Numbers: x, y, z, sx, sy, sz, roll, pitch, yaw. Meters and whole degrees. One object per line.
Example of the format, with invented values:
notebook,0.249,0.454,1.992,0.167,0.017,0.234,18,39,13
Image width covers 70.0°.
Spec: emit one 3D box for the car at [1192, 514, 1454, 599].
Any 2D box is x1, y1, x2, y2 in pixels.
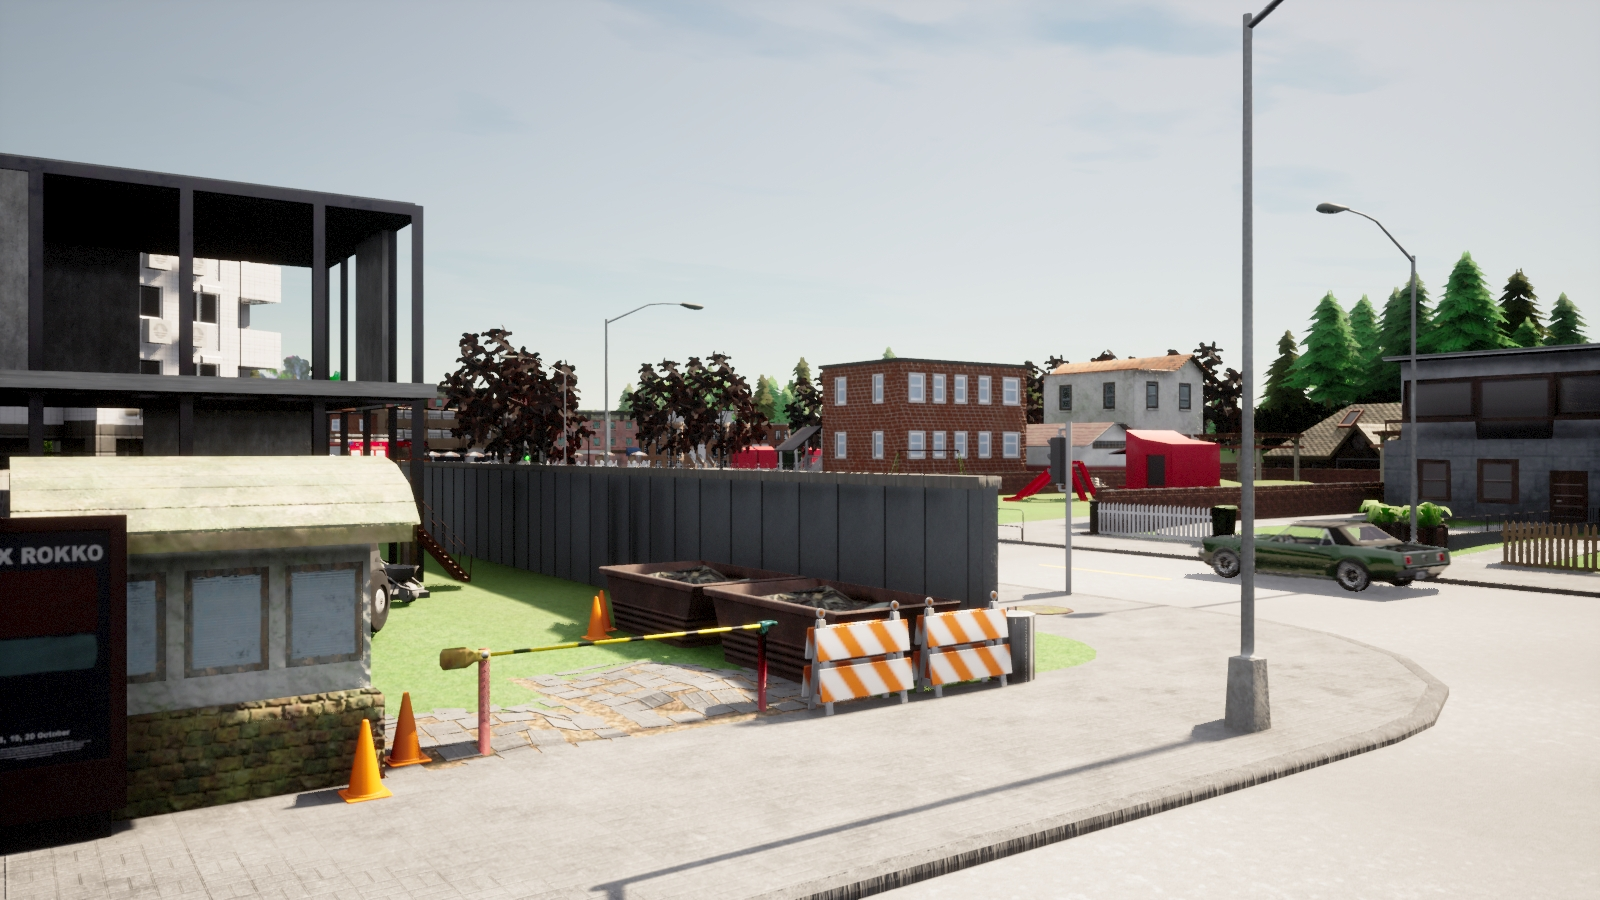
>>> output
car,10.822,2.146,23.999,1.895,1.301,4.718,0,0,-34
